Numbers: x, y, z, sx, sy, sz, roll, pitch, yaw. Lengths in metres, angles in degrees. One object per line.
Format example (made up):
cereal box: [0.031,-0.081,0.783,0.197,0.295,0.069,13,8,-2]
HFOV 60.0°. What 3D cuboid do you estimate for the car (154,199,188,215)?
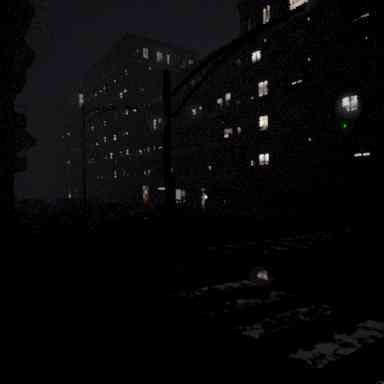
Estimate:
car: [-2.164,1.426,33.375,1.967,1.590,4.097,-1,1,-36]

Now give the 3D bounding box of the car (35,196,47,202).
car: [-37.578,1.713,82.892,1.887,1.381,4.507,-1,1,-36]

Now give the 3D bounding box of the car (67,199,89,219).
car: [-8.880,1.644,28.363,1.752,1.417,4.829,-1,1,-36]

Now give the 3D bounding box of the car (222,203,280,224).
car: [4.177,1.483,24.511,1.752,1.417,4.829,-1,1,-36]

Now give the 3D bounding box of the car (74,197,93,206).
car: [-18.260,1.628,55.883,1.947,1.339,4.313,-1,1,-36]

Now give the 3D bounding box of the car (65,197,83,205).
car: [-21.480,1.630,60.384,2.008,1.369,4.403,-1,1,-36]

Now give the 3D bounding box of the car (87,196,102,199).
car: [-15.043,1.487,51.380,1.967,1.590,4.097,-1,1,-36]

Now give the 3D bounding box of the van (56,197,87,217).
van: [-12.201,1.475,33.001,1.690,1.788,3.998,-1,1,-36]

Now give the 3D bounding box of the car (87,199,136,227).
car: [-5.761,1.545,24.000,1.967,1.590,4.097,-1,1,-36]

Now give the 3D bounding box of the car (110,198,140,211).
car: [-8.602,1.566,42.378,2.008,1.369,4.403,-1,1,-36]

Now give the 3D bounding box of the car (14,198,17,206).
car: [-31.515,1.774,60.011,1.887,1.381,4.507,-1,1,-36]

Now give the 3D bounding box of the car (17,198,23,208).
car: [-25.076,1.762,51.008,1.947,1.339,4.313,-1,1,-36]

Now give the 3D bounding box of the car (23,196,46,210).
car: [-21.858,1.620,46.506,1.967,1.590,4.097,-1,1,-36]
